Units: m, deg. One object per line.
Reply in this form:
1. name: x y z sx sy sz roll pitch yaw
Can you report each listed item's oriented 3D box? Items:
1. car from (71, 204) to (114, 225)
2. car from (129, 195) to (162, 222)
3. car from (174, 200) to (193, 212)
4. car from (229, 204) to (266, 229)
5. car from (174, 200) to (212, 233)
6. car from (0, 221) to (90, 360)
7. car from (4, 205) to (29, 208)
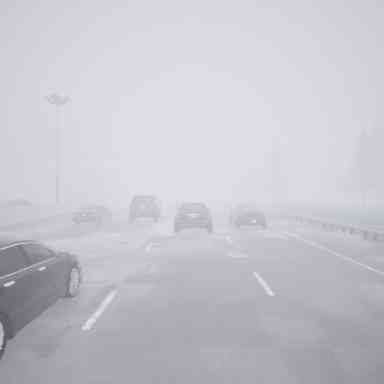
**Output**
1. car: -7.043 1.548 23.948 2.033 1.411 5.357 0 0 -2
2. car: -3.650 1.223 26.389 2.150 2.045 5.566 0 0 -3
3. car: -1.077 1.603 39.145 1.895 1.301 4.718 0 0 -6
4. car: 3.505 1.527 21.448 1.812 1.442 4.674 0 0 -1
5. car: 0.036 1.353 19.987 2.097 1.767 4.553 0 0 -1
6. car: -3.399 1.505 5.570 1.837 1.490 4.892 0 0 0
7. car: -18.488 1.506 35.337 1.837 1.490 4.892 0 0 -5
